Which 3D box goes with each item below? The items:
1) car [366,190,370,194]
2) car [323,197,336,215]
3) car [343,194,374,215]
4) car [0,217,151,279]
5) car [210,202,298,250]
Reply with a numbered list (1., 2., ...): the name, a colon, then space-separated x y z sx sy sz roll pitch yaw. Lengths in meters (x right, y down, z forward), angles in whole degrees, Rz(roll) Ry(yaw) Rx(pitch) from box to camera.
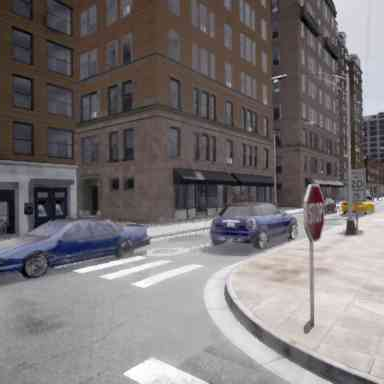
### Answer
1. car: 22.360 0.806 44.269 2.150 2.045 5.566 -1 -1 37
2. car: 11.849 1.276 30.657 1.837 1.490 4.892 -1 -1 37
3. car: 15.040 1.181 29.982 1.882 1.535 5.008 -1 0 37
4. car: -3.675 1.518 10.350 2.033 1.411 5.357 -1 0 37
5. car: 2.713 1.205 13.847 2.097 1.767 4.553 -1 -1 37
